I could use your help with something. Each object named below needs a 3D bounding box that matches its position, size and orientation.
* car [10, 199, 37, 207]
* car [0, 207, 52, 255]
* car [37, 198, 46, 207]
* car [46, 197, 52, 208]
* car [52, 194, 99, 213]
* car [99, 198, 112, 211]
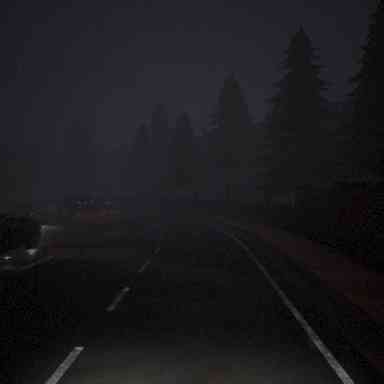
[{"bbox_3d":[-12.694,1.525,24.727,1.812,1.442,4.674,0,0,-26],"label":"car"},{"bbox_3d":[-6.973,1.491,11.482,2.128,1.511,4.902,0,0,-1],"label":"car"},{"bbox_3d":[-21.395,1.564,42.890,4.181,1.385,1.994,0,0,26],"label":"car"},{"bbox_3d":[-19.627,1.505,45.666,4.892,1.490,1.837,0,0,29],"label":"car"},{"bbox_3d":[-12.885,1.221,36.546,2.150,2.045,5.566,0,0,-44],"label":"car"},{"bbox_3d":[-11.422,1.491,39.787,4.902,1.511,2.128,0,0,44],"label":"car"}]
